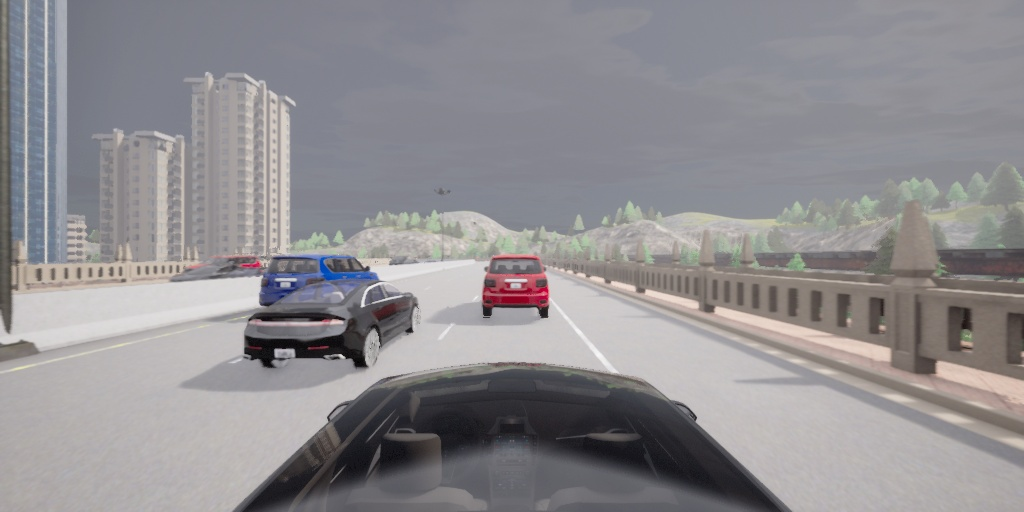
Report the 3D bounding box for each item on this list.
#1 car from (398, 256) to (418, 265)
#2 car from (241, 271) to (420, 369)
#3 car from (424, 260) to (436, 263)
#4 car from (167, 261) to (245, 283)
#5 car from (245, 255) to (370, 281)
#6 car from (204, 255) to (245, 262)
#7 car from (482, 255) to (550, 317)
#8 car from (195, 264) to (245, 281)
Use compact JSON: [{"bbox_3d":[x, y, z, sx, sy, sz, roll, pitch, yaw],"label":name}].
[{"bbox_3d":[-17.449,1.278,61.648,1.837,1.490,4.892,0,0,1],"label":"car"},{"bbox_3d":[-3.389,1.241,7.772,2.128,1.511,4.902,0,0,0],"label":"car"},{"bbox_3d":[-13.953,1.338,61.314,1.994,1.385,4.181,0,0,1],"label":"car"},{"bbox_3d":[-17.574,1.252,21.226,1.837,1.490,4.892,0,0,0],"label":"car"},{"bbox_3d":[-6.885,0.971,13.579,2.150,2.045,5.566,0,0,0],"label":"car"},{"bbox_3d":[-21.069,0.968,26.411,2.150,2.045,5.566,0,0,1],"label":"car"},{"bbox_3d":[0.114,0.974,13.278,2.150,2.045,5.566,0,0,0],"label":"car"},{"bbox_3d":[-14.077,1.312,19.298,1.994,1.385,4.181,0,0,0],"label":"car"}]
